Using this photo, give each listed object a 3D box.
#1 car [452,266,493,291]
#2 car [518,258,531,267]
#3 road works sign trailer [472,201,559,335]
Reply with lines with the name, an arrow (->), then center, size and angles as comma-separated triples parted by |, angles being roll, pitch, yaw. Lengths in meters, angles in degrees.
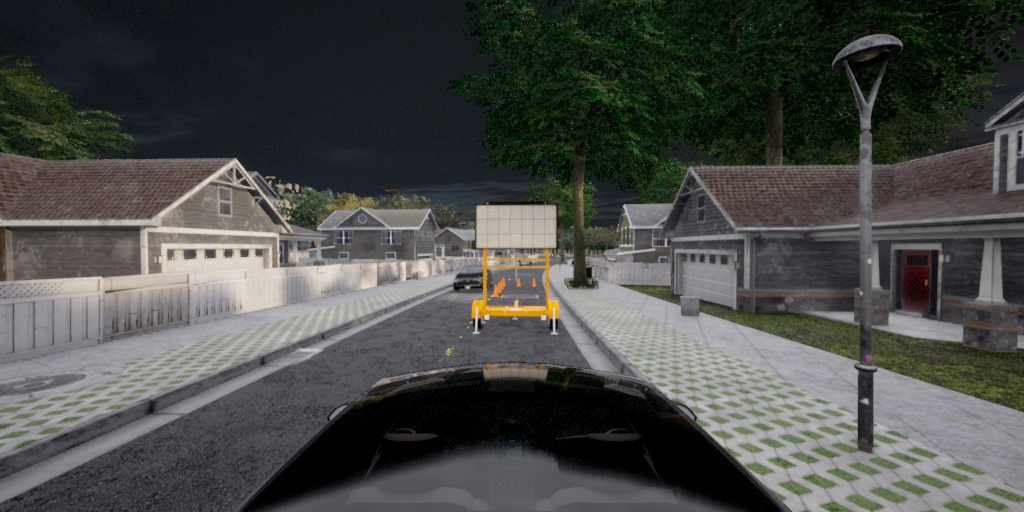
car -> -2.224, 1.293, 21.813 | 2.033, 1.411, 5.357 | 0, 0, 3
car -> 2.287, 1.170, 62.530 | 2.128, 1.511, 4.902 | 0, 0, 9
road works sign trailer -> 0.128, 0.213, 10.555 | 2.380, 3.560, 2.880 | 0, 0, 2
